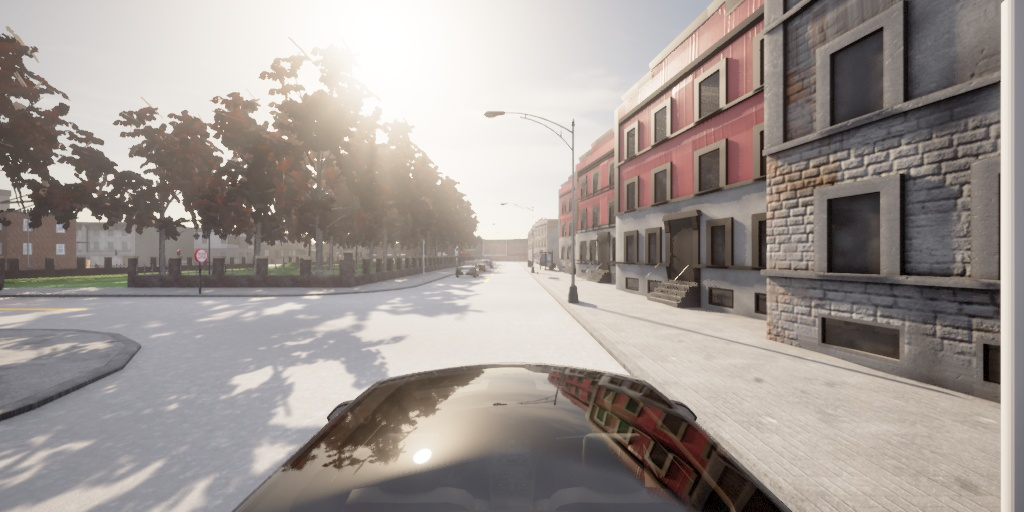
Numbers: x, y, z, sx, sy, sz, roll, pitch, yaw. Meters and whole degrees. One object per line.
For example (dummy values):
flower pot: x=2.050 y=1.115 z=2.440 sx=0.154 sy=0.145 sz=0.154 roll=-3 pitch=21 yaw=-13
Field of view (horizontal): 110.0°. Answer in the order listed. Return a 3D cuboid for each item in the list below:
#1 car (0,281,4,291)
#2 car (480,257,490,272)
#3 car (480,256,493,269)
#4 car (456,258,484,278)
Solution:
car: x=-25.380 y=1.349 z=15.381 sx=4.718 sy=1.301 sz=1.895 roll=0 pitch=0 yaw=0
car: x=-4.200 y=1.221 z=45.196 sx=1.882 sy=1.535 sz=5.008 roll=0 pitch=0 yaw=0
car: x=-4.190 y=0.964 z=57.255 sx=2.150 sy=2.045 sz=5.566 roll=0 pitch=0 yaw=0
car: x=-4.179 y=1.237 z=34.182 sx=2.128 sy=1.511 sz=4.902 roll=0 pitch=0 yaw=0
